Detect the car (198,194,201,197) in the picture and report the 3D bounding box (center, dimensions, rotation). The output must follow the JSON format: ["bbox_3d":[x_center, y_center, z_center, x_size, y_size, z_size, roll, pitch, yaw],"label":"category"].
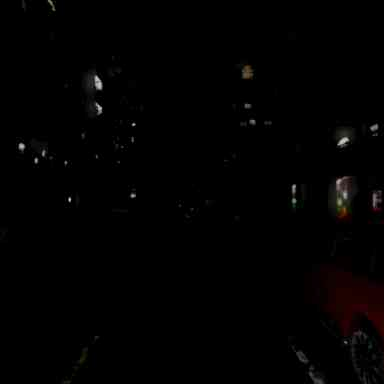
[{"bbox_3d":[2.707,1.563,73.336,2.008,1.369,4.403,1,0,0],"label":"car"}]

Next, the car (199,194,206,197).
[{"bbox_3d":[2.706,1.576,61.943,1.947,1.339,4.313,1,0,0],"label":"car"}]

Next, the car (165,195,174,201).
[{"bbox_3d":[-5.673,1.566,84.667,2.008,1.369,4.403,1,0,0],"label":"car"}]

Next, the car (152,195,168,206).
[{"bbox_3d":[-5.675,1.575,56.184,1.947,1.339,4.313,1,0,0],"label":"car"}]

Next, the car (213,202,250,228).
[{"bbox_3d":[2.705,1.569,22.068,1.947,1.339,4.313,1,0,0],"label":"car"}]

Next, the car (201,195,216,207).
[{"bbox_3d":[2.706,1.553,50.551,1.887,1.381,4.507,1,0,0],"label":"car"}]

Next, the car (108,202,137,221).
[{"bbox_3d":[-5.675,1.529,27.533,1.752,1.417,4.829,1,0,0],"label":"car"}]

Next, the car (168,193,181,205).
[{"bbox_3d":[-3.031,1.488,61.097,1.882,1.535,5.008,0,0,1],"label":"car"}]

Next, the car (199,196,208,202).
[{"bbox_3d":[2.707,1.596,79.032,1.802,1.307,4.206,1,0,0],"label":"car"}]

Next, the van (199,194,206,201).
[{"bbox_3d":[2.711,1.356,84.729,1.690,1.788,3.998,1,0,0],"label":"van"}]

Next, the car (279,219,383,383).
[{"bbox_3d":[2.830,1.316,4.984,2.192,1.841,5.009,1,0,0],"label":"car"}]

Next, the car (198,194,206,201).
[{"bbox_3d":[2.710,1.457,90.425,1.967,1.590,4.097,1,0,0],"label":"car"}]

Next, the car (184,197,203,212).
[{"bbox_3d":[0.035,1.607,39.112,1.895,1.301,4.718,0,0,1],"label":"car"}]
